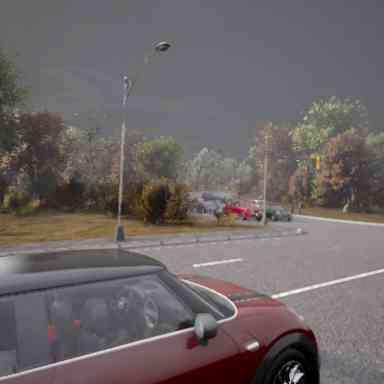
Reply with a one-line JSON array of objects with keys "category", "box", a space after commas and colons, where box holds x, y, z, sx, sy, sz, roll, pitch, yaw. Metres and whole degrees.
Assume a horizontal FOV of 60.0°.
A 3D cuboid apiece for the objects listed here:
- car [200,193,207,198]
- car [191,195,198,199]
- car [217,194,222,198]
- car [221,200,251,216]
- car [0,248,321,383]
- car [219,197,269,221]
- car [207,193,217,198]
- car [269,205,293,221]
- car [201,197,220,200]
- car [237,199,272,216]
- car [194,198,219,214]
[{"category": "car", "box": [0.875, 1.461, 63.539, 2.097, 1.767, 4.553, 3, 2, -10]}, {"category": "car", "box": [-0.966, 1.491, 54.875, 2.150, 2.045, 5.566, 3, 1, -13]}, {"category": "car", "box": [7.262, 1.715, 69.263, 2.128, 1.511, 4.902, 2, 2, -7]}, {"category": "car", "box": [5.809, 2.110, 44.319, 2.097, 1.767, 4.553, 3, 0, -19]}, {"category": "car", "box": [-0.815, 1.359, 3.165, 4.553, 1.767, 2.097, 1, 0, -36]}, {"category": "car", "box": [5.404, 1.905, 35.563, 2.150, 2.045, 5.566, 3, -1, -22]}, {"category": "car", "box": [3.273, 1.191, 71.282, 2.150, 2.045, 5.566, 2, 2, -6]}, {"category": "car", "box": [8.904, 2.205, 36.346, 2.097, 1.767, 4.553, 3, -1, -23]}, {"category": "car", "box": [2.969, 2.068, 53.677, 1.994, 1.385, 4.181, 3, 1, -15]}, {"category": "car", "box": [8.718, 2.117, 46.999, 2.150, 2.045, 5.566, 3, 0, -19]}, {"category": "car", "box": [1.913, 2.067, 44.824, 1.837, 1.490, 4.892, 3, 0, -18]}]
